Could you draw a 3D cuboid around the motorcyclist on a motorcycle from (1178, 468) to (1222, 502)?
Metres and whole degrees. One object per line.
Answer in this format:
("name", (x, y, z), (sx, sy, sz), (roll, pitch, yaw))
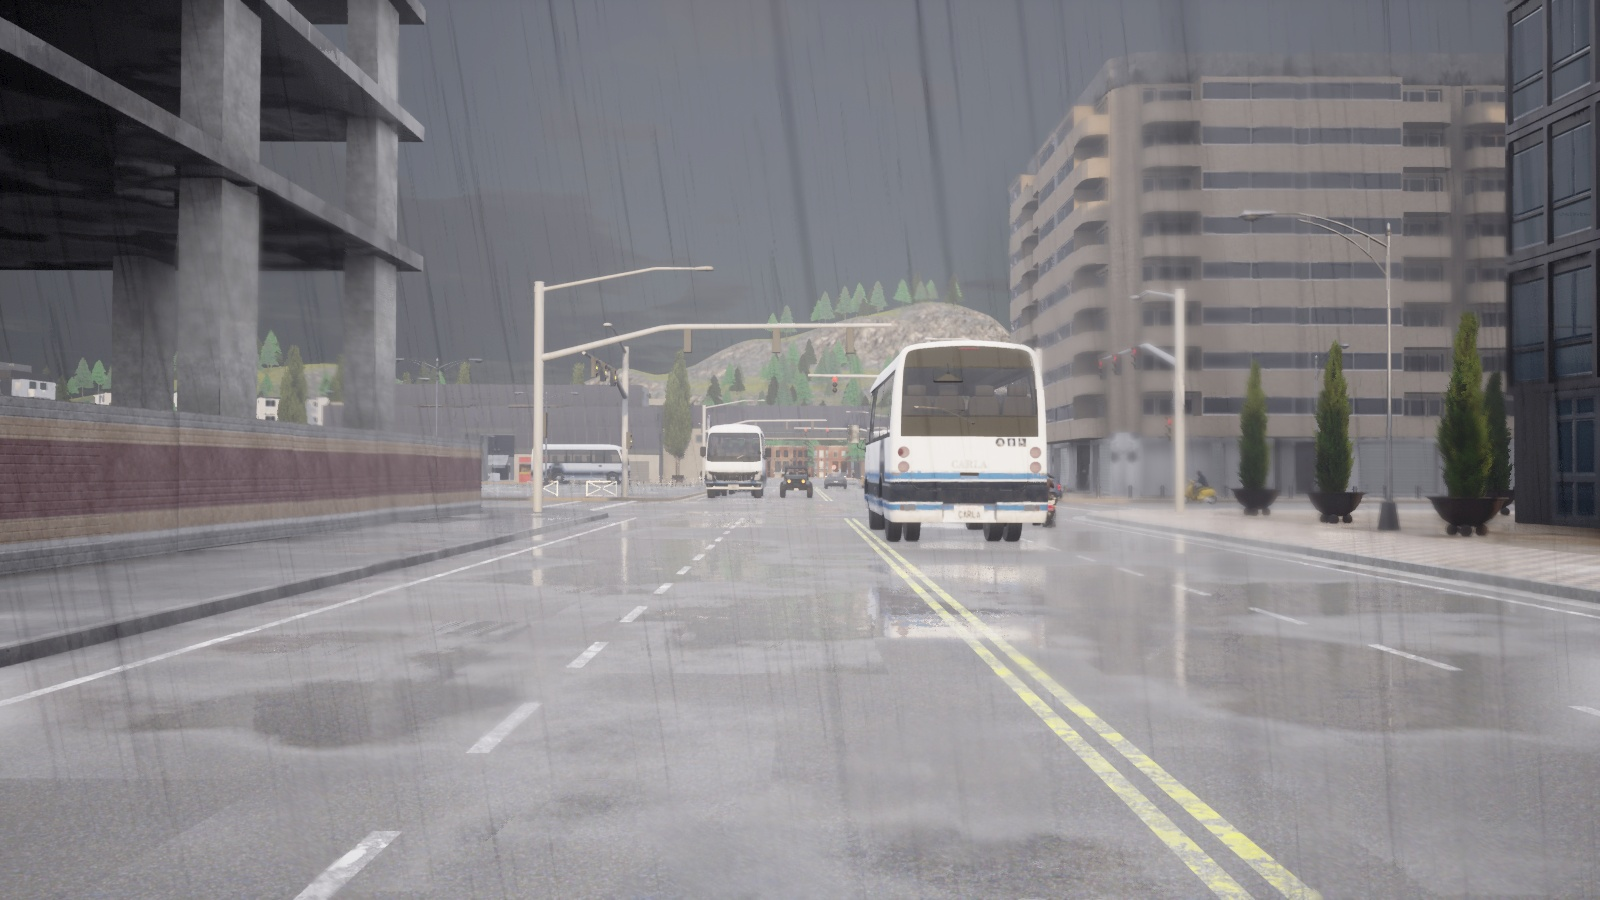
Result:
("motorcyclist on a motorcycle", (18.927, 1.633, 59.455), (1.817, 1.590, 0.866), (0, -1, -1))

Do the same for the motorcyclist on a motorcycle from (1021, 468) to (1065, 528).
("motorcyclist on a motorcycle", (6.902, 1.336, 35.735), (0.766, 1.649, 2.350), (0, -1, 0))

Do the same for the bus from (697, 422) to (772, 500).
("bus", (-3.709, 0.698, 74.342), (3.944, 4.253, 10.273), (0, -1, 0))

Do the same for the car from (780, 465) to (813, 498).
("car", (-0.204, 1.853, 74.108), (1.905, 1.878, 3.866), (0, -1, 0))

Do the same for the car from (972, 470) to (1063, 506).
("car", (9.647, 1.657, 55.803), (3.705, 1.549, 1.789), (0, -1, -1))

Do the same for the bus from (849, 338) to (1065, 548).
("bus", (3.410, -0.060, 30.769), (3.944, 4.253, 10.273), (0, -1, 0))
